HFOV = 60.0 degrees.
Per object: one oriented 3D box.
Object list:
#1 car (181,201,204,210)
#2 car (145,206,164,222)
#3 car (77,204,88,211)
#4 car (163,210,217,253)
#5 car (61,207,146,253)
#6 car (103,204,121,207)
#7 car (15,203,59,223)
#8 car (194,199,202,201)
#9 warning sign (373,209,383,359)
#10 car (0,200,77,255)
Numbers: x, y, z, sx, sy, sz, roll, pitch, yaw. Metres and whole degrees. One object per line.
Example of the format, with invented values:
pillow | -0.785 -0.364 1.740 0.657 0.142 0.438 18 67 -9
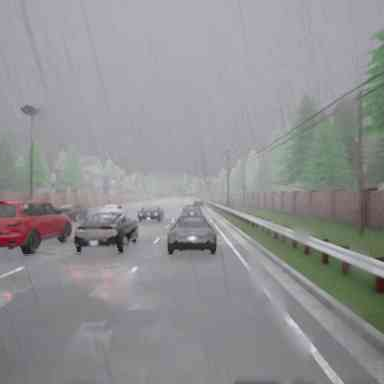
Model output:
car | -0.005 1.822 28.988 2.033 1.411 5.357 0 -1 0
car | -3.504 1.877 29.103 1.895 1.301 4.718 0 -1 0
car | -10.502 1.785 29.300 1.837 1.490 4.892 0 0 0
car | 0.001 1.700 14.271 1.994 1.385 4.181 0 -1 0
car | -3.499 1.629 14.289 2.128 1.511 4.902 0 0 0
car | -7.001 1.804 29.397 1.812 1.442 4.674 0 0 0
car | -13.509 1.786 29.309 1.837 1.490 4.892 0 0 -3
car | 1.213 2.081 63.871 1.882 1.535 5.008 0 -1 0
warning sign | 3.050 1.153 3.878 1.300 1.860 1.060 0 -1 0
car | -7.002 1.350 14.026 2.150 2.045 5.566 0 0 0
